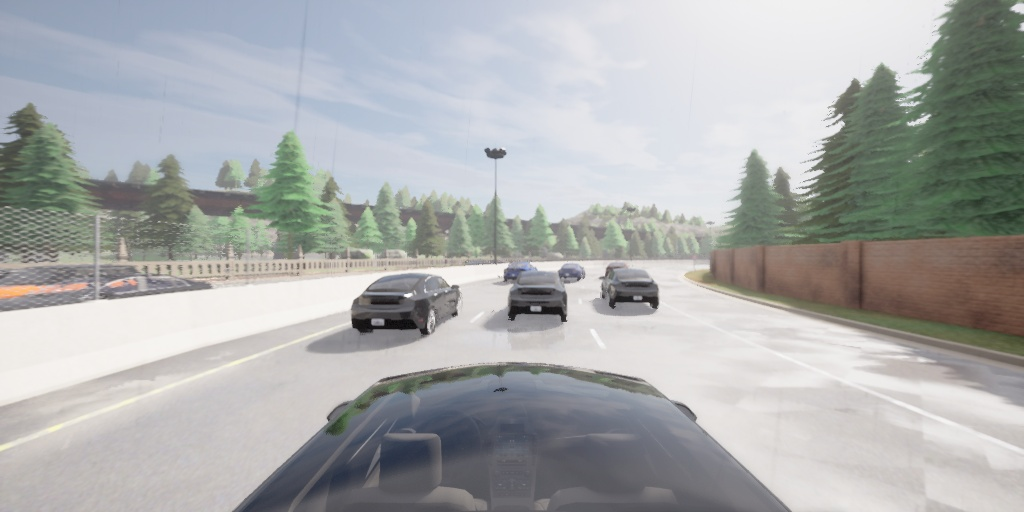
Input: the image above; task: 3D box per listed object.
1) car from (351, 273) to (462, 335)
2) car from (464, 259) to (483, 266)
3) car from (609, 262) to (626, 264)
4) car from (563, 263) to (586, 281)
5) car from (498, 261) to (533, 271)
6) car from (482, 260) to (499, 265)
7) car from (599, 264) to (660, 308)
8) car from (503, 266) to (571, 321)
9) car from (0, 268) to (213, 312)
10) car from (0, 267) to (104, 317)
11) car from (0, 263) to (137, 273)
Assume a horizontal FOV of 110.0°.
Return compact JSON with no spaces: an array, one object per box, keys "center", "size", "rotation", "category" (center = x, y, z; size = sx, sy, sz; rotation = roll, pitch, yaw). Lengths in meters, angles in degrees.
[{"center":[-2.784,1.241,10.465],"size":[1.837,1.490,4.892],"rotation":[0,0,5],"category":"car"},{"center":[-5.046,1.223,51.404],"size":[1.837,1.490,4.892],"rotation":[0,0,27],"category":"car"},{"center":[9.714,1.267,32.831],"size":[1.882,1.535,5.008],"rotation":[0,0,21],"category":"car"},{"center":[5.041,1.294,30.177],"size":[1.812,1.442,4.674],"rotation":[0,0,18],"category":"car"},{"center":[0.804,1.227,28.351],"size":[1.882,1.535,5.008],"rotation":[0,0,17],"category":"car"},{"center":[-1.753,1.336,50.219],"size":[1.895,1.301,4.718],"rotation":[0,0,28],"category":"car"},{"center":[4.918,1.275,15.359],"size":[1.837,1.490,4.892],"rotation":[0,0,9],"category":"car"},{"center":[0.981,1.258,12.620],"size":[1.837,1.490,4.892],"rotation":[0,0,7],"category":"car"},{"center":[-10.135,1.195,8.947],"size":[2.128,1.511,4.902],"rotation":[0,0,5],"category":"car"},{"center":[-16.926,1.177,11.498],"size":[1.837,1.490,4.892],"rotation":[0,0,6],"category":"car"},{"center":[-13.489,1.040,10.571],"size":[2.097,1.767,4.553],"rotation":[0,0,6],"category":"car"}]
